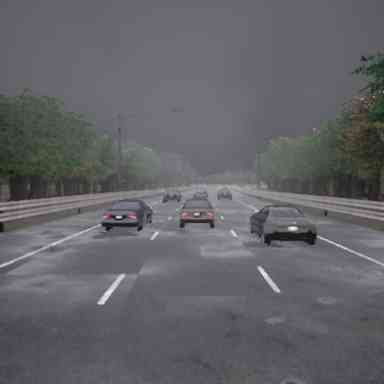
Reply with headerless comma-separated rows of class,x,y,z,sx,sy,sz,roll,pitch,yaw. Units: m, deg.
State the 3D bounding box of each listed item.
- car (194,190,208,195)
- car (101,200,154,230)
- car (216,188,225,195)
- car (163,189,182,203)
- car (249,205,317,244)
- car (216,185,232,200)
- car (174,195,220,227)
car,1.279,0.461,46.352,2.128,1.511,4.902,0,1,3
car,-3.219,1.127,17.439,2.033,1.411,5.357,0,1,1
car,6.408,-0.149,74.033,1.882,1.535,5.008,0,1,5
car,-2.398,0.395,42.665,2.097,1.767,4.553,0,1,3
car,3.633,1.231,13.871,1.994,1.385,4.181,0,1,1
car,4.874,0.243,50.205,2.097,1.767,4.553,0,1,3
car,0.309,1.095,18.926,2.033,1.411,5.357,0,1,1
